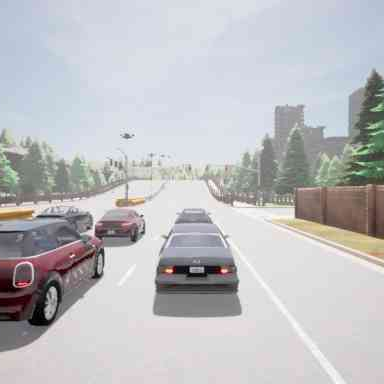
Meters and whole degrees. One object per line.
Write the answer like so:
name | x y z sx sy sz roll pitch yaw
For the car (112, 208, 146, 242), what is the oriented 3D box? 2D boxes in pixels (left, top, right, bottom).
car | -3.408 1.526 16.216 1.812 1.442 4.674 0 0 -1

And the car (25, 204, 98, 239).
car | -6.906 1.492 18.317 2.128 1.511 4.902 0 0 0

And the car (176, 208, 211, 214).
car | 0.096 1.564 18.168 1.994 1.385 4.181 0 0 0

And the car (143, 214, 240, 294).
car | 0.097 1.547 8.927 2.033 1.411 5.357 0 0 0

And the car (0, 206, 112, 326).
car | -3.403 1.352 7.222 2.097 1.767 4.553 0 0 0
